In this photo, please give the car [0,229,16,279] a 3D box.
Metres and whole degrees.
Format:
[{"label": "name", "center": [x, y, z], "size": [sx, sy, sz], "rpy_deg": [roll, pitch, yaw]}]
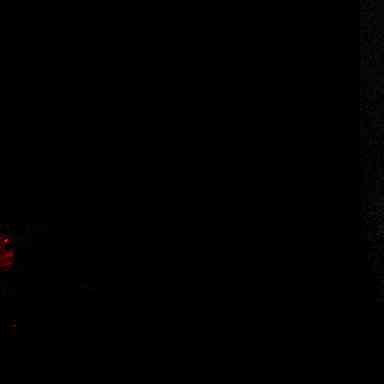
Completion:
[{"label": "car", "center": [-6.690, 1.338, 8.819], "size": [4.553, 1.767, 2.097], "rpy_deg": [0, 0, 36]}]
